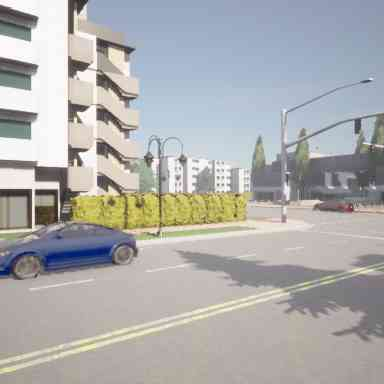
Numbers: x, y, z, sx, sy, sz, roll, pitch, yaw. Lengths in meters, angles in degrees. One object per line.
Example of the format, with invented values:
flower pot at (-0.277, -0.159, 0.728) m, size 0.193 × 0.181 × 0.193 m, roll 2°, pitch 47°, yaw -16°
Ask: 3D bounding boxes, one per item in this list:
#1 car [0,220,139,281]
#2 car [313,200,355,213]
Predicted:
car at (-3.725, 1.564, 9.936) m, size 4.181 × 1.385 × 1.994 m, roll 0°, pitch 0°, yaw -36°
car at (15.714, 1.564, 36.934) m, size 1.994 × 1.385 × 4.181 m, roll 0°, pitch 0°, yaw -38°
